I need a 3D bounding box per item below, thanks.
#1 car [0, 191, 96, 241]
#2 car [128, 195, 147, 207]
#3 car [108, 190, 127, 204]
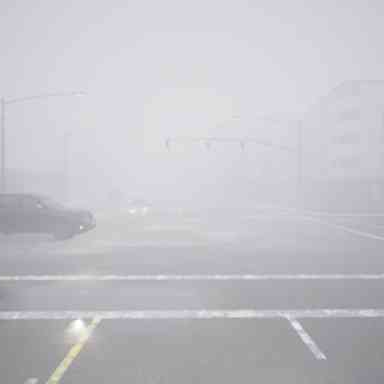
[{"bbox_3d":[-7.403,1.115,15.439,5.566,2.045,2.150,0,1,-1],"label":"car"},{"bbox_3d":[-6.799,1.160,42.983,1.895,1.301,4.718,0,1,-5],"label":"car"},{"bbox_3d":[-11.375,0.692,50.082,2.150,2.045,5.566,0,1,-15],"label":"car"}]
